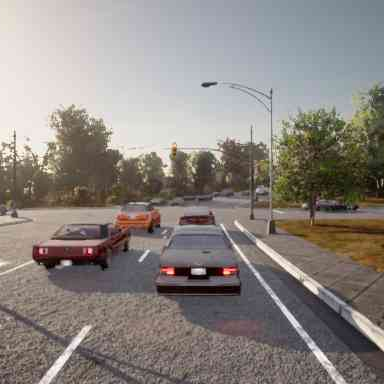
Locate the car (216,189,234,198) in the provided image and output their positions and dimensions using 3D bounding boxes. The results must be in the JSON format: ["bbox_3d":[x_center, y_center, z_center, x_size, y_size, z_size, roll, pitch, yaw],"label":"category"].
[{"bbox_3d":[8.540,0.295,81.713,2.150,2.045,5.566,0,3,28],"label":"car"}]

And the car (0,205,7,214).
[{"bbox_3d":[-21.556,1.708,32.850,4.902,1.511,2.128,-1,0,4],"label":"car"}]

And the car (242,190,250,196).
[{"bbox_3d":[14.325,0.261,84.722,2.128,1.511,4.902,0,3,33],"label":"car"}]

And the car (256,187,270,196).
[{"bbox_3d":[17.865,0.264,83.797,1.895,1.301,4.718,0,3,33],"label":"car"}]

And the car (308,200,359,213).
[{"bbox_3d":[16.122,1.646,37.750,4.718,1.301,1.895,-1,0,4],"label":"car"}]

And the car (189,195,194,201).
[{"bbox_3d":[-0.906,1.398,69.886,1.895,1.301,4.718,0,2,21],"label":"car"}]

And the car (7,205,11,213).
[{"bbox_3d":[-22.425,1.745,36.396,4.902,1.511,2.128,-1,0,2],"label":"car"}]

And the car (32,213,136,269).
[{"bbox_3d":[-3.336,1.618,11.141,1.895,1.301,4.718,0,0,1],"label":"car"}]

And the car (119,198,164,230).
[{"bbox_3d":[-3.139,1.397,20.119,2.097,1.767,4.553,0,0,2],"label":"car"}]

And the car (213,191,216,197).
[{"bbox_3d":[5.384,0.611,83.242,1.812,1.442,4.674,0,3,28],"label":"car"}]

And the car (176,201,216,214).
[{"bbox_3d":[0.330,1.518,18.550,1.882,1.535,5.008,0,0,2],"label":"car"}]

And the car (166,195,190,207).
[{"bbox_3d":[-2.199,1.692,54.533,1.994,1.385,4.181,0,0,13],"label":"car"}]

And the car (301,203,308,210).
[{"bbox_3d":[16.053,1.661,41.261,4.718,1.301,1.895,-1,0,4],"label":"car"}]

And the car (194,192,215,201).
[{"bbox_3d":[2.721,1.364,69.514,1.895,1.301,4.718,0,2,21],"label":"car"}]

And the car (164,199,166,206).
[{"bbox_3d":[-5.665,1.679,55.332,2.033,1.411,5.357,0,0,14],"label":"car"}]

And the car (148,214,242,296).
[{"bbox_3d":[0.143,1.558,8.803,2.033,1.411,5.357,0,0,0],"label":"car"}]

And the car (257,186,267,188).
[{"bbox_3d":[20.017,-0.763,93.200,2.150,2.045,5.566,0,3,38],"label":"car"}]
